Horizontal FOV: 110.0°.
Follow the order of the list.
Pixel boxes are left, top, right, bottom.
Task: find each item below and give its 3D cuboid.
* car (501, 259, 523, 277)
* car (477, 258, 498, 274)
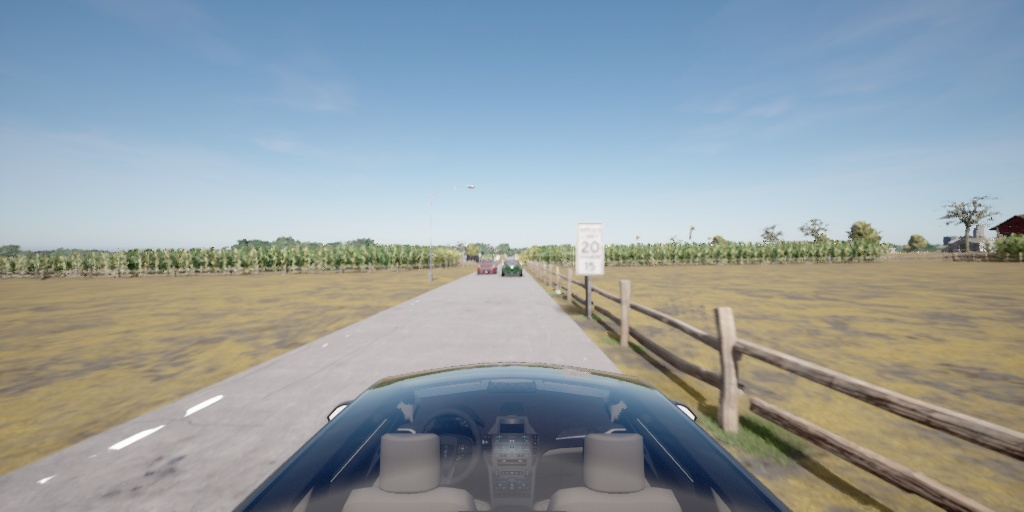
[{"bbox_3d":[0.007,1.107,36.128,2.097,1.767,4.553,0,0,0],"label":"car"},{"bbox_3d":[-2.745,1.116,40.402,2.097,1.767,4.553,0,0,0],"label":"car"}]
